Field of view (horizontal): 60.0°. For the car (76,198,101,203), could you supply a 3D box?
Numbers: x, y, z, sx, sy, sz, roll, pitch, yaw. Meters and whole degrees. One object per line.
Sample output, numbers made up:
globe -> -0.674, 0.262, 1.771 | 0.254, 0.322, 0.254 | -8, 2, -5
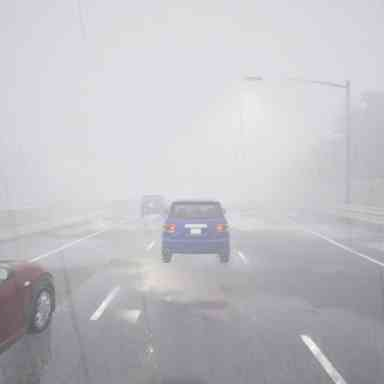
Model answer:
car -> -13.836, 1.562, 45.735 | 2.128, 1.511, 4.902 | 0, 0, 1

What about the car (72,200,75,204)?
car -> -17.223, 1.696, 54.040 | 1.895, 1.301, 4.718 | 0, 0, 1

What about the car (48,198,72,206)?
car -> -20.715, 1.642, 53.954 | 2.033, 1.411, 5.357 | 0, 0, 1

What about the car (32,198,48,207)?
car -> -24.216, 1.658, 54.046 | 1.994, 1.385, 4.181 | 0, 0, 1

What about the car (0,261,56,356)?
car -> -3.393, 1.354, 3.893 | 2.097, 1.767, 4.553 | 0, 0, 0

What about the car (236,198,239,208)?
car -> 7.280, 1.610, 49.780 | 1.812, 1.442, 4.674 | 0, 0, 1

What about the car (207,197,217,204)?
car -> 4.014, 1.674, 68.428 | 1.812, 1.442, 4.674 | 0, 0, 1

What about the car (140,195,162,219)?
car -> -3.291, 1.253, 29.985 | 2.150, 2.045, 5.566 | 0, 0, 0

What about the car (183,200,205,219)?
car -> 0.214, 1.538, 30.615 | 1.837, 1.490, 4.892 | 0, 0, 0

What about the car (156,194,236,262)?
car -> 0.123, 1.229, 12.286 | 2.150, 2.045, 5.566 | 0, 0, 0

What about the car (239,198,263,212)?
car -> 7.077, 1.531, 39.311 | 1.882, 1.535, 5.008 | 0, 0, 2
